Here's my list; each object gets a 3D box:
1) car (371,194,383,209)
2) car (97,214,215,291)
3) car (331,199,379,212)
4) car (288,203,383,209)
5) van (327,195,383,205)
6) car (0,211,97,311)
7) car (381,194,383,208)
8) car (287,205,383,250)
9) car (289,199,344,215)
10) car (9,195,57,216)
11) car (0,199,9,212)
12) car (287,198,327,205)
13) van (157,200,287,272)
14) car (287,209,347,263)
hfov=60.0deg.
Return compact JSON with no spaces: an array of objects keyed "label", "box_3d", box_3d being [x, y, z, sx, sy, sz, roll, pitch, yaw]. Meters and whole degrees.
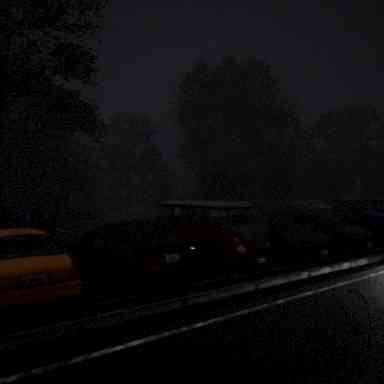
[{"label":"car","box_3d":[28.916,1.345,47.247,2.435,2.045,5.566,0,0,-36]},{"label":"car","box_3d":[-1.778,1.507,9.246,2.163,1.488,4.792,0,0,-36]},{"label":"car","box_3d":[19.915,1.598,40.746,2.163,1.488,4.792,0,0,-36]},{"label":"car","box_3d":[7.366,1.506,15.736,2.097,1.535,5.008,0,0,-36]},{"label":"van","box_3d":[9.712,1.287,17.275,1.878,1.987,4.442,0,0,-36]},{"label":"car","box_3d":[-4.150,1.468,7.744,1.946,1.575,5.366,0,0,-36]},{"label":"car","box_3d":[31.209,1.346,48.815,2.435,2.045,5.566,0,0,-36]},{"label":"car","box_3d":[5.099,1.528,14.087,2.163,1.488,4.792,0,0,-36]},{"label":"car","box_3d":[13.230,1.545,35.778,1.946,1.575,5.366,0,0,-36]},{"label":"car","box_3d":[-9.644,1.227,19.630,2.435,2.045,5.566,0,0,-36]},{"label":"car","box_3d":[-11.810,1.220,18.082,2.435,2.045,5.566,0,0,-36]},{"label":"car","box_3d":[10.859,1.542,34.320,2.231,1.521,4.892,0,0,-36]},{"label":"van","box_3d":[0.589,1.259,10.757,1.878,1.987,4.442,0,0,-36]},{"label":"car","box_3d":[2.818,1.521,12.458,2.163,1.488,4.792,0,0,-36]}]
